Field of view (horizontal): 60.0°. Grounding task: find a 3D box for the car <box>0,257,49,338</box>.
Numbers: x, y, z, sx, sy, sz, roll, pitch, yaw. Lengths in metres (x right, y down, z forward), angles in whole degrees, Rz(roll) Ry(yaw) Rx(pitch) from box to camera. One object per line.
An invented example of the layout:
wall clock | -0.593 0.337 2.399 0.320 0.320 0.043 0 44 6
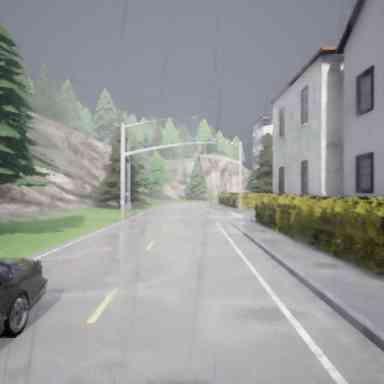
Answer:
car | -3.587 1.538 3.863 2.033 1.411 5.357 0 0 0
